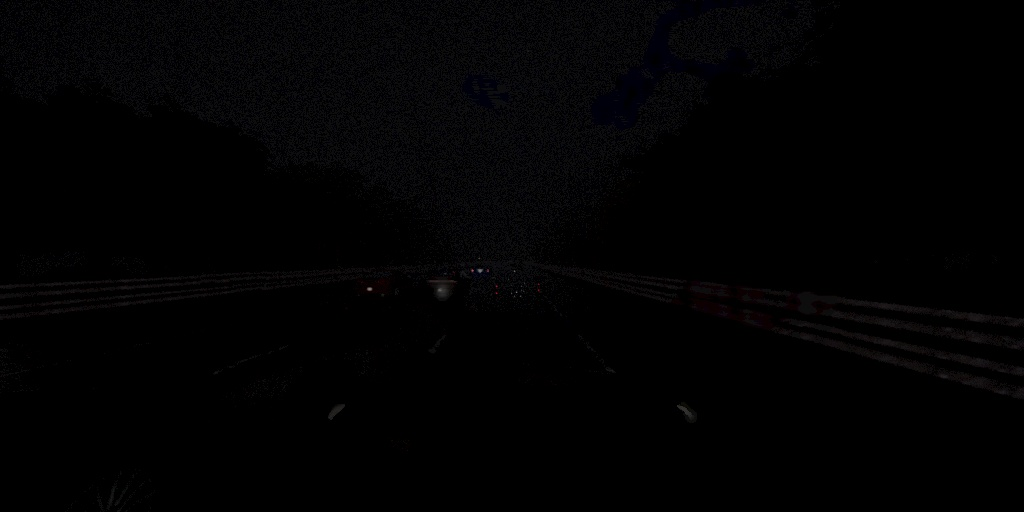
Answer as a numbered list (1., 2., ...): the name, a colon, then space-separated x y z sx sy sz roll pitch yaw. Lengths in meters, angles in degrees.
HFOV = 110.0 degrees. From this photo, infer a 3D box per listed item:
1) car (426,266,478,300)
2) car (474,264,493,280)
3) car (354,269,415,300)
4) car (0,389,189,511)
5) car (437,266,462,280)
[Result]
1. car: -3.298 1.482 19.427 2.128 1.511 4.902 0 -1 0
2. car: -3.177 1.580 37.986 2.097 1.767 4.553 0 -1 0
3. car: -6.796 1.467 19.637 1.882 1.535 5.008 0 -1 0
4. car: -3.383 1.225 0.724 2.128 1.511 4.902 0 -1 0
5. car: -6.671 1.801 38.885 1.994 1.385 4.181 0 -1 0
